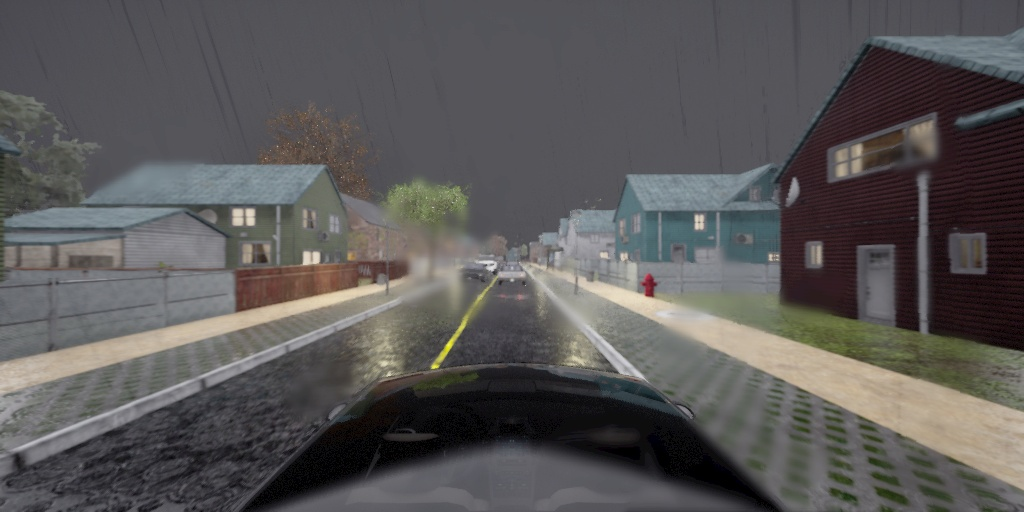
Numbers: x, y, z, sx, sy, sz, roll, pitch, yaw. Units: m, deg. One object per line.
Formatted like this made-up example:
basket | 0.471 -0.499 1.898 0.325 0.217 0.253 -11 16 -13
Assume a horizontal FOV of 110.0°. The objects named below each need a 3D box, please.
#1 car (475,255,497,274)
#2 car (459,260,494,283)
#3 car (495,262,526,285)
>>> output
car | -2.771 0.890 39.093 2.150 2.045 5.566 0 0 0
car | -2.767 1.225 27.268 2.033 1.411 5.357 0 0 0
car | 0.007 1.281 25.423 1.895 1.301 4.718 0 0 0
